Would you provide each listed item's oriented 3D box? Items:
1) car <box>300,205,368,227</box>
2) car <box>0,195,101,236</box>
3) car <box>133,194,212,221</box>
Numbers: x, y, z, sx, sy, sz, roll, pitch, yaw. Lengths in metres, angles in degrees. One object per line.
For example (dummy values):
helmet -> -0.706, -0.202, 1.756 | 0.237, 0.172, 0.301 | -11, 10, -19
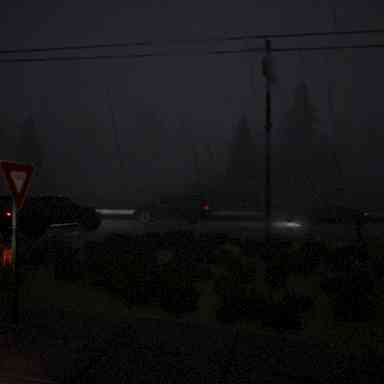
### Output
car -> 9.461, 1.553, 22.370 | 4.181, 1.385, 1.994 | 0, 0, 7
car -> -7.334, 1.165, 17.267 | 2.150, 2.045, 5.566 | 0, 0, 31
car -> -1.350, 1.171, 23.671 | 5.566, 2.045, 2.150 | 0, 0, 7
